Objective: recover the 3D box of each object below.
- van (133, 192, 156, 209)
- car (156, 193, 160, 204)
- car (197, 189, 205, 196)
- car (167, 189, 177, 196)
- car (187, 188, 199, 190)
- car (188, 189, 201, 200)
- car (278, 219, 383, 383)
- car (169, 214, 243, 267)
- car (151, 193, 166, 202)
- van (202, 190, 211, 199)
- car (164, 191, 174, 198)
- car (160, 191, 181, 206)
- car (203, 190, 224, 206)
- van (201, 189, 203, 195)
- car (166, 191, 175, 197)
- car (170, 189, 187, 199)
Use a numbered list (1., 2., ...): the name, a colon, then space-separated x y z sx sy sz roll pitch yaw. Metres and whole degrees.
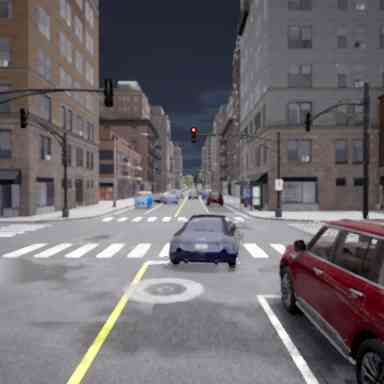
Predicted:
1. van: -5.285 0.843 36.403 1.690 1.788 3.998 0 1 0
2. car: -5.246 0.920 47.217 1.947 1.339 4.313 0 1 0
3. car: 2.571 0.103 91.293 2.097 1.767 4.553 0 1 0
4. car: -5.108 0.150 85.054 2.192 1.841 5.009 0 1 0
5. car: 0.242 0.405 71.592 1.994 1.385 4.181 0 1 0
6. car: 0.265 0.717 61.903 1.994 1.385 4.181 0 1 1
7. car: 2.652 1.254 4.415 2.192 1.841 5.009 0 1 0
8. car: 0.582 1.414 10.981 1.994 1.385 4.181 0 1 9
9. car: -5.226 0.825 52.623 1.887 1.381 4.507 0 1 0
10. van: 2.912 0.400 68.811 1.690 1.788 3.998 0 1 0
11. car: -5.147 0.534 74.245 2.008 1.369 4.403 0 1 0
12. car: -2.699 0.941 42.794 1.812 1.442 4.674 0 1 0
13. car: 2.846 0.744 41.782 2.192 1.841 5.009 0 1 0
14. van: 2.885 0.548 58.000 1.690 1.788 3.998 0 1 0
15. car: -5.128 0.475 79.651 1.947 1.339 4.313 0 1 0
16. car: -2.544 0.618 63.922 2.128 1.511 4.902 0 1 0
